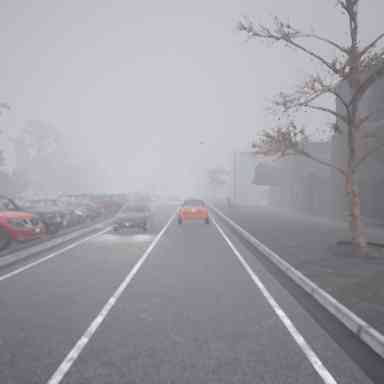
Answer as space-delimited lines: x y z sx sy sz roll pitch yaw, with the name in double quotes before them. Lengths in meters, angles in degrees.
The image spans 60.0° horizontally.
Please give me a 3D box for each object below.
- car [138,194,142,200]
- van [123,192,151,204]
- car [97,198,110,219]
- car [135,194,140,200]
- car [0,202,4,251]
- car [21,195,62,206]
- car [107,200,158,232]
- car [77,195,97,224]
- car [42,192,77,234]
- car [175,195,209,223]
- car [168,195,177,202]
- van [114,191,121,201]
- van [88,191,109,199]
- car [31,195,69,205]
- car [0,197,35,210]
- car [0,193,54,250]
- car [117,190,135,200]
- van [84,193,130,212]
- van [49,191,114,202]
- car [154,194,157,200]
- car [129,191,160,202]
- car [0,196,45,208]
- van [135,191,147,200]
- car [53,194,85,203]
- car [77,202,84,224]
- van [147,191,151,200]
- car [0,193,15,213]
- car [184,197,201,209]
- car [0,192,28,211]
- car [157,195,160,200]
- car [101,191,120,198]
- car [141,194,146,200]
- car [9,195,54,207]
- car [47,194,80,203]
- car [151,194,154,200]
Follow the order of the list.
"car" -8.956 1.357 41.249 4.674 1.452 2.002 0 0 0
"van" -9.095 0.956 55.269 4.442 1.987 1.878 0 1 0
"car" -8.928 1.390 24.426 4.892 1.521 2.231 0 0 0
"car" -8.961 1.335 38.446 4.892 1.521 2.231 0 0 0
"car" -8.883 1.312 10.410 4.553 1.767 2.185 0 0 0
"car" -22.044 1.251 48.913 5.008 1.535 2.097 0 1 0
"car" -3.351 1.431 19.728 1.837 1.490 4.892 0 0 0
"car" -8.961 1.273 21.623 4.553 1.767 2.185 0 0 0
"car" -8.894 1.167 16.016 5.566 2.045 2.435 0 0 0
"car" 0.098 1.257 24.344 2.097 1.767 4.553 0 0 0
"car" -3.295 1.186 61.537 1.994 1.385 4.181 0 1 1
"van" -9.059 1.144 30.032 4.442 1.987 1.878 0 0 0
"van" -22.210 0.683 79.441 4.442 1.987 1.878 0 1 0
"car" -22.047 1.223 51.691 4.892 1.521 2.231 0 1 0
"car" -22.066 1.351 40.582 4.792 1.488 2.163 0 0 0
"car" -8.890 1.176 13.212 5.566 2.045 2.435 0 0 0
"car" -8.918 1.108 32.836 5.566 2.045 2.435 0 0 0
"van" -9.067 1.124 35.637 4.442 1.987 1.878 0 0 0
"van" -9.055 1.153 27.229 4.442 1.987 1.878 0 0 0
"car" -8.985 1.190 58.075 4.674 1.452 2.002 0 1 0
"car" -8.962 0.835 63.678 5.566 2.045 2.435 0 1 0
"car" -22.012 1.333 43.365 4.792 1.488 2.163 0 0 0
"van" -9.083 1.044 46.857 4.442 1.987 1.878 0 1 0
"car" -22.070 1.128 60.017 5.008 1.535 2.097 0 1 0
"car" -8.923 1.448 18.820 4.674 1.452 2.002 0 0 0
"van" -8.854 1.018 49.659 4.442 1.987 1.878 0 1 0
"car" -22.058 1.101 35.028 5.566 2.045 2.435 0 0 0
"car" 0.096 1.341 42.272 2.033 1.411 5.357 0 0 0
"car" -22.005 1.087 37.805 5.566 2.045 2.435 0 0 0
"car" -8.801 1.115 60.878 5.366 1.575 1.946 0 1 0
"car" -22.141 0.660 90.545 4.553 1.767 2.185 0 1 0
"car" -8.992 1.327 44.057 4.792 1.488 2.163 0 1 0
"car" -22.230 1.275 46.136 5.366 1.575 1.946 0 1 0
"car" -22.066 1.159 57.241 5.008 1.535 2.097 0 1 0
"car" -8.969 1.213 52.468 5.008 1.535 2.097 0 1 0
